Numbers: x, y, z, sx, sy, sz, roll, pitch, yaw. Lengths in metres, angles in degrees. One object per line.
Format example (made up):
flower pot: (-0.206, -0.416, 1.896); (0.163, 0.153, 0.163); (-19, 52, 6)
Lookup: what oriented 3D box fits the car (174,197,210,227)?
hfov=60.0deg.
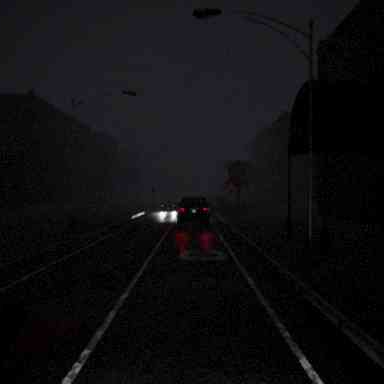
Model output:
car: (0.123, 1.360, 23.950); (2.150, 2.045, 5.566); (0, -1, 0)

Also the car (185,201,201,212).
car: (0.135, 1.757, 41.555); (1.895, 1.301, 4.718); (0, -2, -1)

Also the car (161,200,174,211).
car: (-3.048, 1.804, 44.417); (1.895, 1.301, 4.718); (0, 0, 0)

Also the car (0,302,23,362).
car: (-3.099, 1.617, 2.037); (1.895, 1.301, 4.718); (0, 0, 0)
